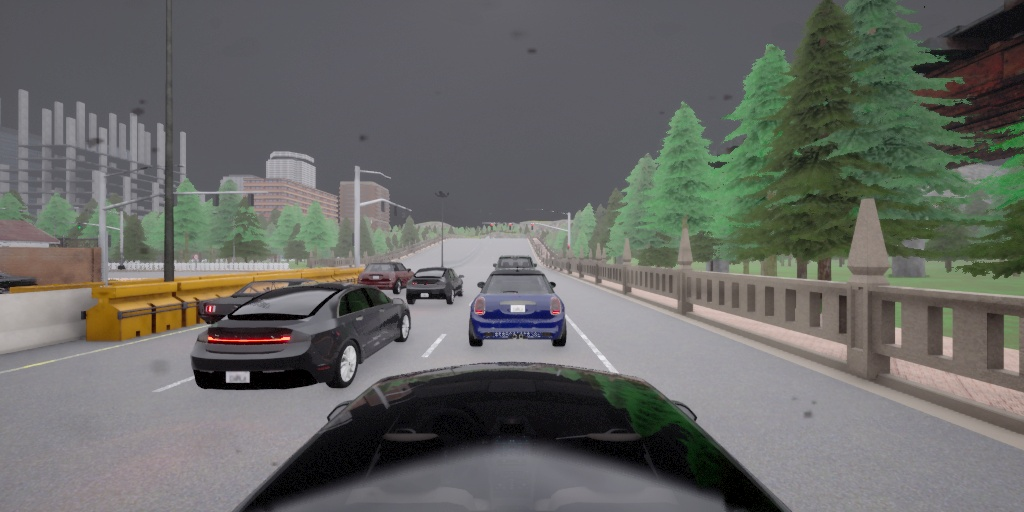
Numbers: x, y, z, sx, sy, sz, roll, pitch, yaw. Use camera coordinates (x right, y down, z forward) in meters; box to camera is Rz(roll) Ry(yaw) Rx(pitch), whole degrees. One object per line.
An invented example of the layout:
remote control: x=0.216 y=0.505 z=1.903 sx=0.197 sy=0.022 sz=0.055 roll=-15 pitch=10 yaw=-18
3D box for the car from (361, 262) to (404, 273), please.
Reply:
car: x=-6.881 y=1.102 z=20.175 sx=2.097 sy=1.767 sz=4.553 roll=0 pitch=0 yaw=-1

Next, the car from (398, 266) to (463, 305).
car: x=-3.348 y=1.255 z=16.187 sx=1.837 sy=1.490 sz=4.892 roll=0 pitch=0 yaw=0

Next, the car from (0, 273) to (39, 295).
car: x=-21.034 y=1.227 z=13.024 sx=1.882 sy=1.535 sz=5.008 roll=0 pitch=0 yaw=1

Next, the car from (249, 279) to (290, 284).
car: x=-6.865 y=1.351 z=11.182 sx=1.895 sy=1.301 sz=4.718 roll=0 pitch=0 yaw=0

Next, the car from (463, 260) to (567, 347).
car: x=0.125 y=1.102 z=9.506 sx=2.097 sy=1.767 sz=4.553 roll=0 pitch=0 yaw=0

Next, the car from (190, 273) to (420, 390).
car: x=-3.383 y=1.255 z=6.866 sx=1.837 sy=1.490 sz=4.892 roll=0 pitch=0 yaw=0

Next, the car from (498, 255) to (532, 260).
car: x=0.162 y=0.972 z=18.996 sx=2.150 sy=2.045 sz=5.566 roll=0 pitch=0 yaw=0
